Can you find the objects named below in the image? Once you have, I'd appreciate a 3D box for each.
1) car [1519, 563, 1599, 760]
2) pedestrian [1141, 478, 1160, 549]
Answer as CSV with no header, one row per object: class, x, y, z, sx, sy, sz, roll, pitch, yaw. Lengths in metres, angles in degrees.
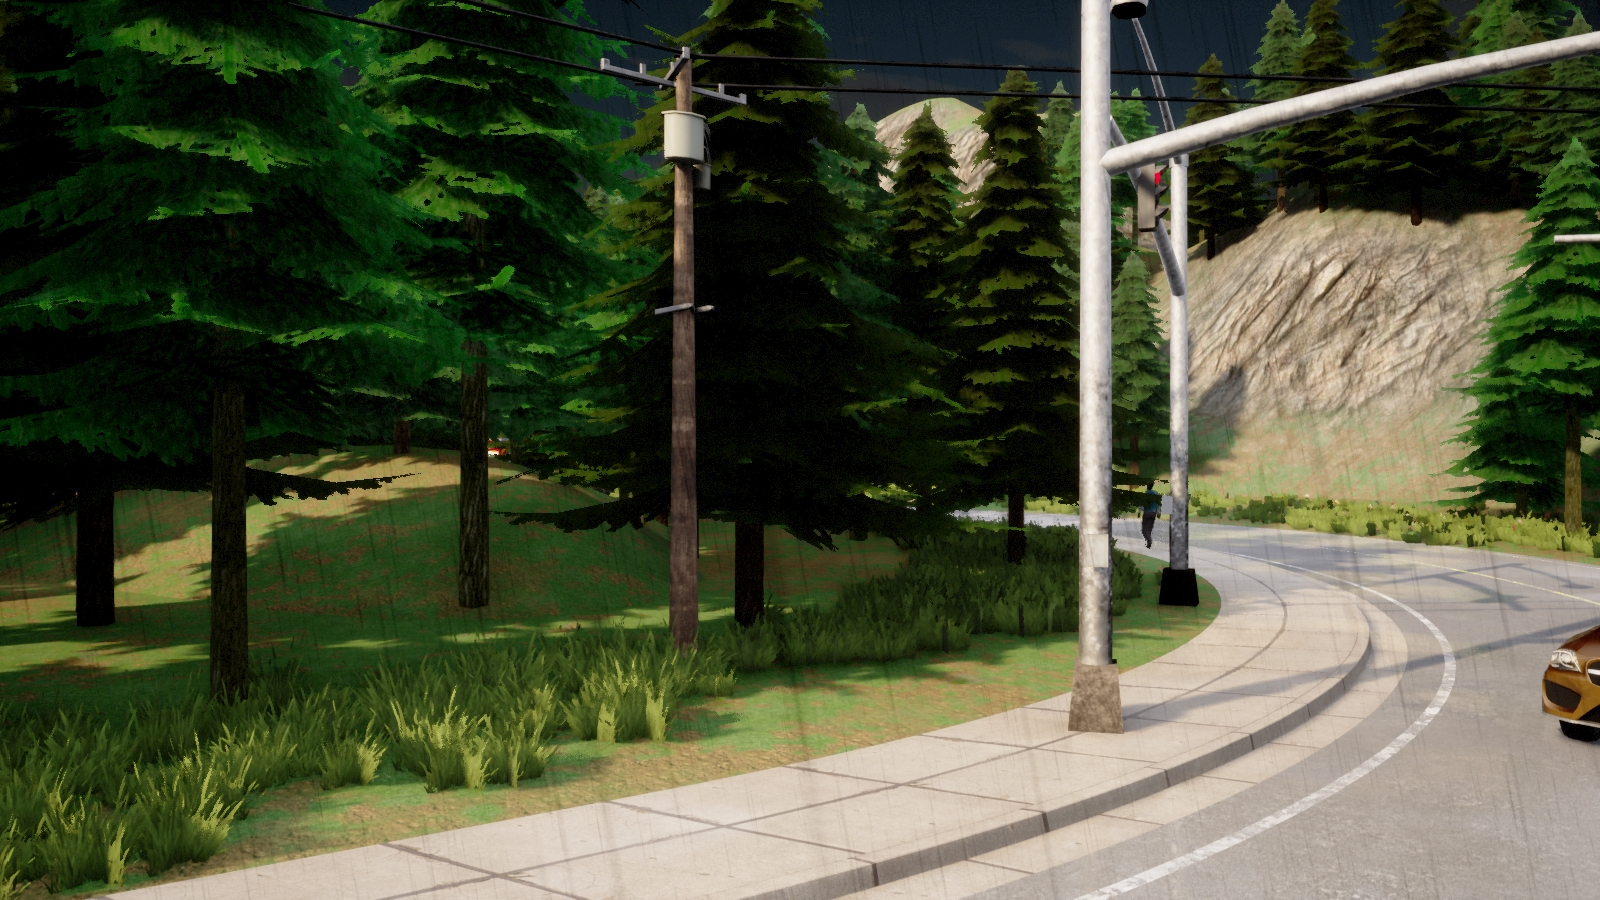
car,9.577,1.970,11.147,5.027,1.651,2.152,0,0,-29
pedestrian,9.249,1.669,30.168,0.375,1.860,0.375,0,0,0
